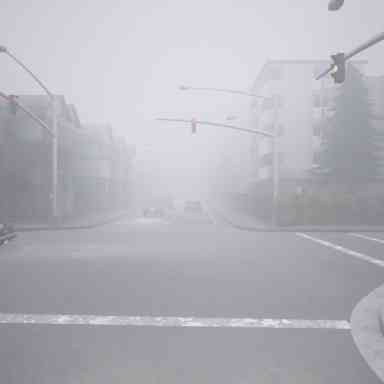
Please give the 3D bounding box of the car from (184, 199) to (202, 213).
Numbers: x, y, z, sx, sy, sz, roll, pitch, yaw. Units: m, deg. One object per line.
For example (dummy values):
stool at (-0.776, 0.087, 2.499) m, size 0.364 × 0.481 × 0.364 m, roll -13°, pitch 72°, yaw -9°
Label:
car at (0.105, 1.491, 37.364) m, size 2.128 × 1.511 × 4.902 m, roll 0°, pitch 0°, yaw 0°

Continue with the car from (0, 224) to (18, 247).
car at (-8.744, 1.433, 11.480) m, size 4.718 × 1.301 × 1.895 m, roll 0°, pitch 0°, yaw -9°

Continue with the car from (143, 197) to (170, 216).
car at (-3.589, 1.491, 32.324) m, size 2.128 × 1.511 × 4.902 m, roll 0°, pitch 0°, yaw 0°

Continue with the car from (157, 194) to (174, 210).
car at (-3.566, 1.221, 42.900) m, size 2.150 × 2.045 × 5.566 m, roll 0°, pitch 0°, yaw 0°
